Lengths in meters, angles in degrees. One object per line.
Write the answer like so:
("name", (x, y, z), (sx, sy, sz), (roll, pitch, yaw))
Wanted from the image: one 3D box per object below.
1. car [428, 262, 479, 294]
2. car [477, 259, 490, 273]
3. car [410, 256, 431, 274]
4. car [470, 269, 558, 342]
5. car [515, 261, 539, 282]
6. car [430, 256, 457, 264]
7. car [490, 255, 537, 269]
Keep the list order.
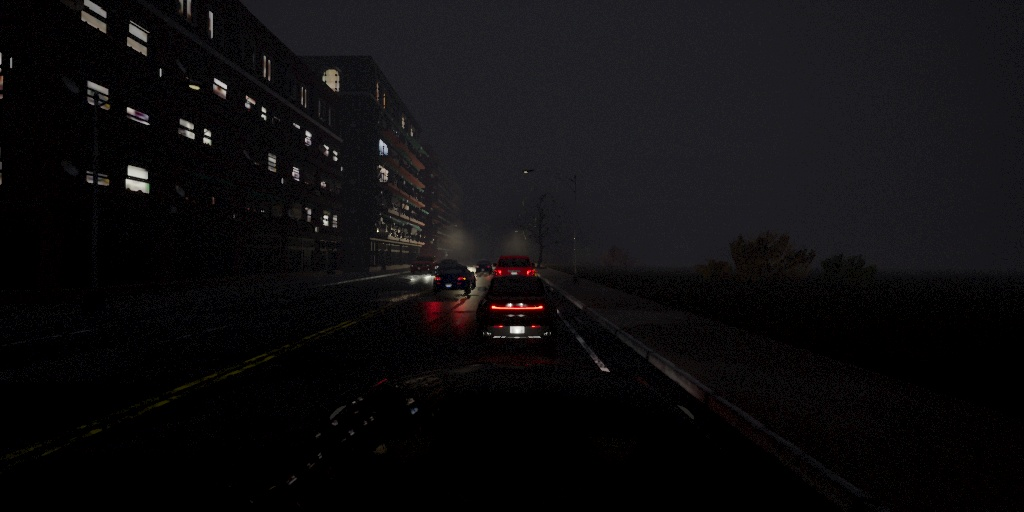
("car", (-3.138, 1.279, 20.069), (1.812, 1.442, 4.674), (0, 0, 0))
("car", (-3.124, 1.279, 40.937), (1.812, 1.442, 4.674), (0, 0, 0))
("car", (-9.825, 0.975, 40.689), (2.150, 2.045, 5.566), (0, 0, 0))
("car", (0.107, 1.256, 9.727), (1.837, 1.490, 4.892), (0, 0, 0))
("car", (1.157, 1.209, 30.482), (1.801, 1.575, 5.366), (0, 0, 0))
("car", (-6.578, 1.106, 36.882), (2.097, 1.767, 4.553), (0, 0, 0))
("car", (0.112, 0.975, 20.074), (2.150, 2.045, 5.566), (0, 0, 0))
